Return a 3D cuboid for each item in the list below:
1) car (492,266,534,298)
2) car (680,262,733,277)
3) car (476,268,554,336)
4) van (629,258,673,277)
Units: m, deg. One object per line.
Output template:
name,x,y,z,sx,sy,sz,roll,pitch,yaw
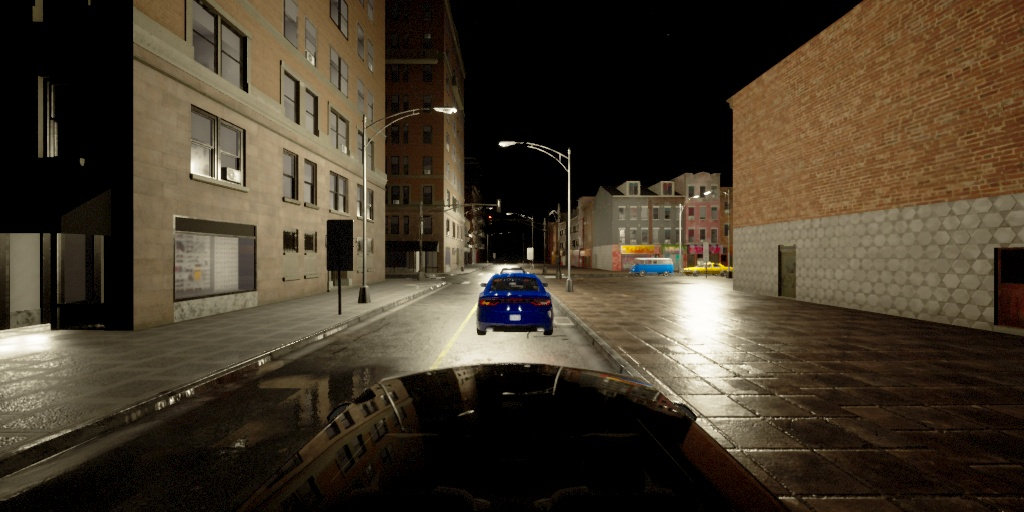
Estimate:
car,0.037,1.313,19.257,1.994,1.385,4.181,0,0,0
car,19.060,1.267,35.056,4.829,1.417,1.751,0,0,0
car,0.069,1.227,10.488,1.882,1.535,5.008,0,0,0
van,13.618,1.087,35.044,3.998,1.789,1.690,0,0,0
